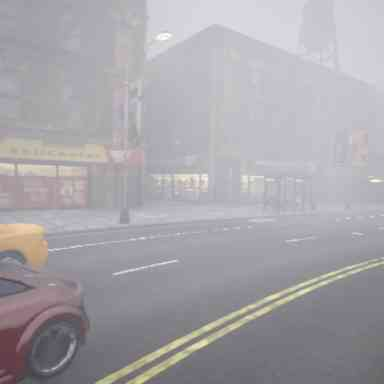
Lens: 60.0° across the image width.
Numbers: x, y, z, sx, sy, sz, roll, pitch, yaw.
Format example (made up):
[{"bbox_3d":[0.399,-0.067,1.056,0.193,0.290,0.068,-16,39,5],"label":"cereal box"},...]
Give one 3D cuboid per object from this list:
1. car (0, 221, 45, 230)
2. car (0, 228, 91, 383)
[{"bbox_3d":[-5.254,1.139,6.044,1.882,1.535,5.008,3,2,39],"label":"car"},{"bbox_3d":[-3.094,1.373,3.119,1.994,1.385,4.181,3,2,37],"label":"car"}]
